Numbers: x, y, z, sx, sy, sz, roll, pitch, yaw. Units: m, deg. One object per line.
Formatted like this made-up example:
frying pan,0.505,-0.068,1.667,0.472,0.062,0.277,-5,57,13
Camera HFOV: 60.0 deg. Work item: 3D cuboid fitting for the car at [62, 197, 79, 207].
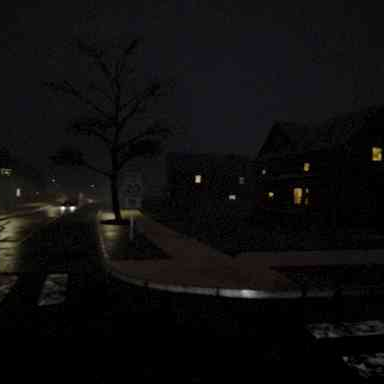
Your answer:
car,-17.295,1.362,47.541,2.033,1.411,5.357,2,0,-12
